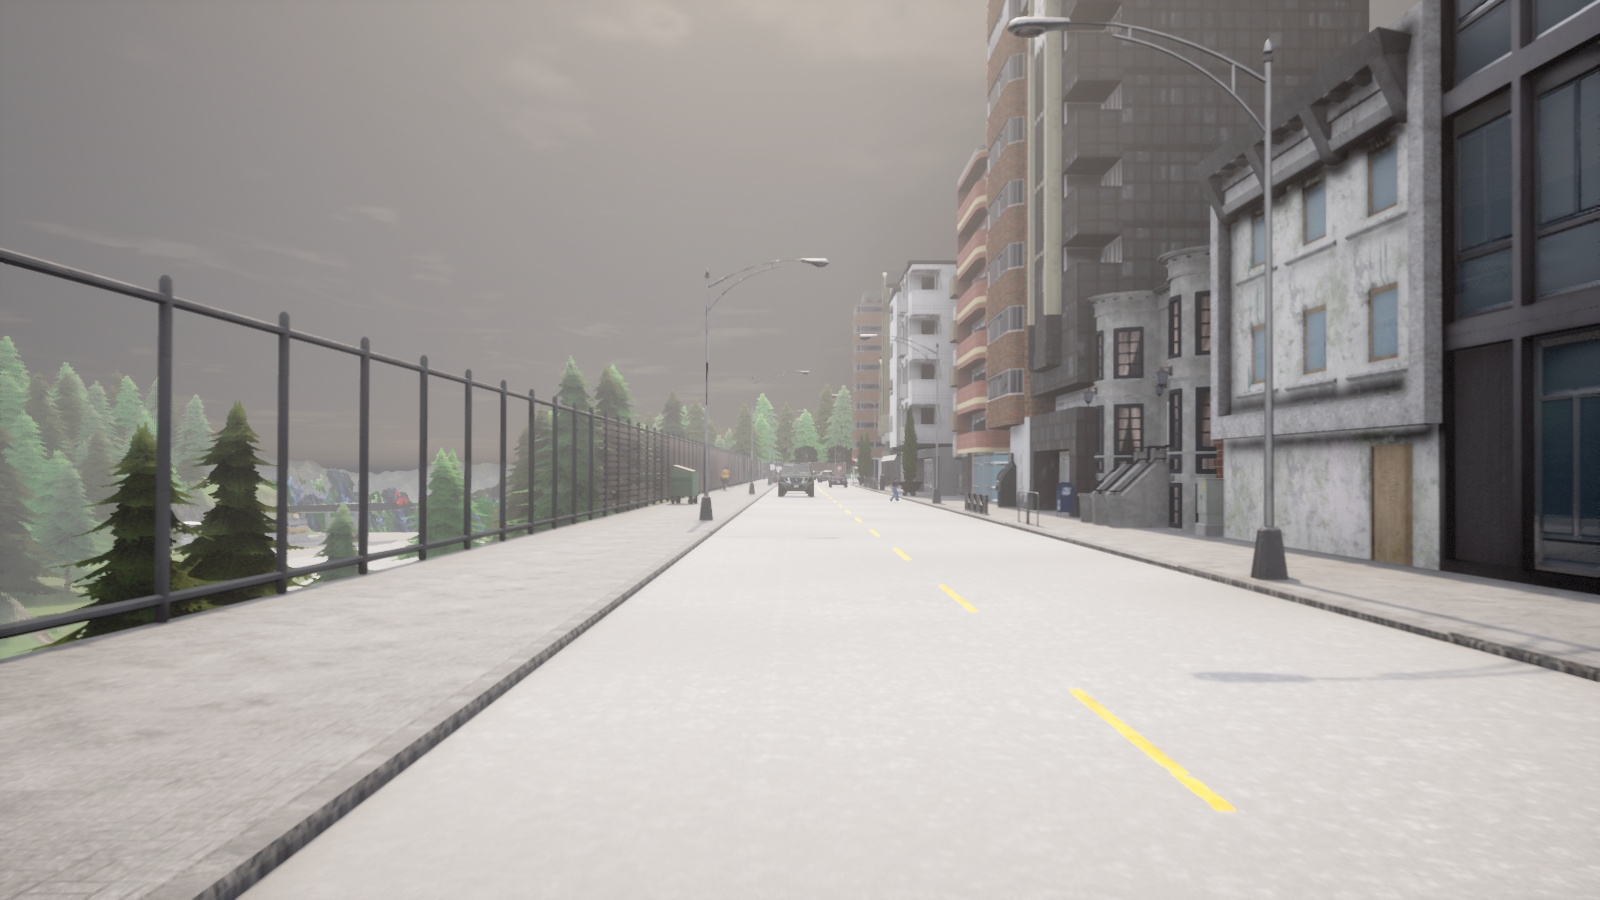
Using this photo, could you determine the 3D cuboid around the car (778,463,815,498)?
[{"bbox_3d":[-0.215,1.818,76.694,2.150,2.045,5.566,0,-1,0],"label":"car"}]
